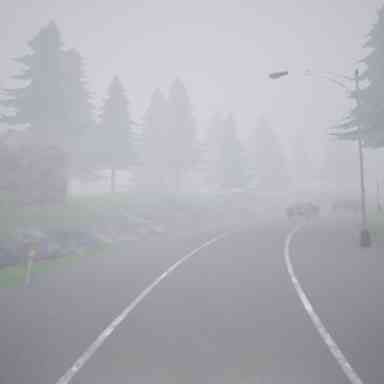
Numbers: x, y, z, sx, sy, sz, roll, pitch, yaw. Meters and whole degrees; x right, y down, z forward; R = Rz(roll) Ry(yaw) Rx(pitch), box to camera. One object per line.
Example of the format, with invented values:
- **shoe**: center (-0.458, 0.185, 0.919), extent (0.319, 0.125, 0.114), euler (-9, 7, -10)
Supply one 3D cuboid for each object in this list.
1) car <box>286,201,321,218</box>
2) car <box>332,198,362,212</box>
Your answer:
- **car**: center (9.992, 1.547, 29.732), extent (2.033, 1.411, 5.357), euler (-4, -2, 34)
- **car**: center (18.214, 1.467, 39.109), extent (4.902, 1.511, 2.128), euler (0, -4, -42)
